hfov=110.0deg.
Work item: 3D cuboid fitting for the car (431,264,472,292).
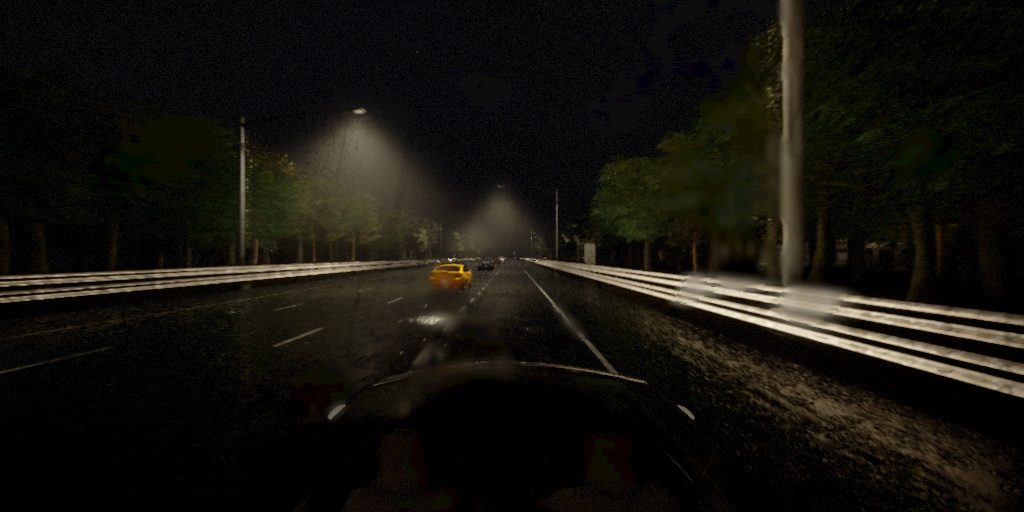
[{"bbox_3d":[-3.504,1.233,21.439,1.882,1.535,5.008,0,0,0],"label":"car"}]

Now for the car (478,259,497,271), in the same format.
[{"bbox_3d":[-3.510,1.332,49.410,1.994,1.385,4.181,0,0,0],"label":"car"}]
